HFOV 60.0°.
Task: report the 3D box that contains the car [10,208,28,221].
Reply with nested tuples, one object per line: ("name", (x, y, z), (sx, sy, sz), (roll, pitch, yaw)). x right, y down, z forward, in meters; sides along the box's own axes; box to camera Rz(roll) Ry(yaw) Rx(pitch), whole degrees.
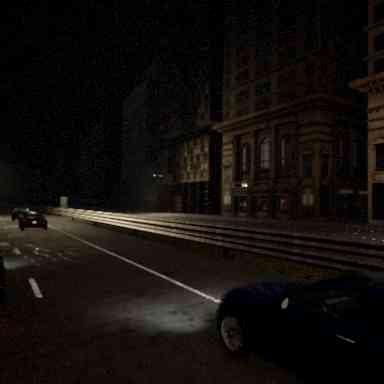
("car", (-19.468, 2.529, 37.843), (2.128, 1.511, 4.902), (2, -2, -30))

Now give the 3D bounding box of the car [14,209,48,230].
("car", (-12.971, 2.308, 27.025), (1.994, 1.385, 4.181), (2, -2, -30))

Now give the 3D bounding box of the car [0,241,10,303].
("car", (-5.648, 1.687, 8.072), (1.837, 1.490, 4.892), (2, -2, -31))

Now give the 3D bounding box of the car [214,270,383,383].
("car", (2.150, 1.701, 4.054), (1.812, 1.442, 4.674), (2, -2, -31))
